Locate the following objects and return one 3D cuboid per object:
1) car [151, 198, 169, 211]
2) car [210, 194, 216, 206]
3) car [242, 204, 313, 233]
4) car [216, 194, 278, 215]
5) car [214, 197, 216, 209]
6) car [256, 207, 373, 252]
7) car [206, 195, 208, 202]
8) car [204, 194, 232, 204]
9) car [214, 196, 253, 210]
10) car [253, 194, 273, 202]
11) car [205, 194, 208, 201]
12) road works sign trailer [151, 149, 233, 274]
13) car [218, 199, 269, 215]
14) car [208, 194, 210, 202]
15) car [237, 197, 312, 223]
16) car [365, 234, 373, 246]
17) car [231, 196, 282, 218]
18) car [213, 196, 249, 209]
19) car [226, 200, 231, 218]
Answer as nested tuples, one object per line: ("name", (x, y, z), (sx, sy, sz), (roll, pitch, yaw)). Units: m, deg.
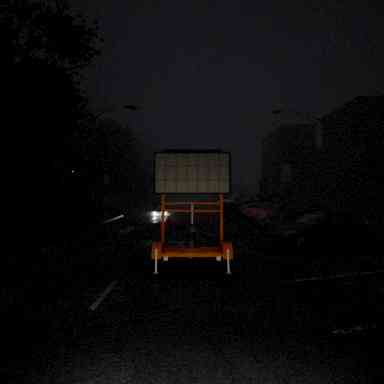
("car", (-3.893, 1.538, 41.283), (2.128, 1.511, 4.902), (0, 0, 0))
("car", (5.405, 1.271, 37.805), (5.566, 2.045, 2.435), (1, 0, -20))
("car", (5.304, 1.518, 16.792), (4.792, 1.488, 2.163), (1, 0, -20))
("car", (5.373, 1.252, 28.788), (5.566, 2.045, 2.435), (1, 0, -20))
("car", (5.223, 1.503, 31.746), (5.366, 1.575, 1.946), (1, 0, -20))
("car", (5.325, 1.528, 13.800), (4.674, 1.452, 2.002), (1, 0, -20))
("car", (5.497, 1.583, 55.839), (5.008, 1.535, 2.097), (1, -1, -20))
("car", (5.549, 1.391, 70.877), (5.566, 2.045, 2.435), (1, 0, -20))
("car", (5.425, 1.414, 43.819), (4.553, 1.767, 2.185), (1, 0, -20))
("car", (18.548, 1.463, 86.843), (2.435, 2.045, 5.566), (0, 0, -21))
("car", (5.347, 1.613, 64.784), (5.366, 1.575, 1.946), (1, 0, -20))
("road works sign trailer", (0.009, 0.465, 10.529), (2.380, 3.560, 2.880), (0, 0, 0))
("car", (5.384, 1.545, 34.803), (4.792, 1.488, 2.163), (1, 0, -20))
("car", (5.528, 1.447, 52.837), (4.553, 1.767, 2.185), (1, 0, -20))
("car", (5.375, 1.366, 19.812), (4.553, 1.767, 2.185), (1, 0, -20))
("car", (5.314, 1.487, 4.800), (4.892, 1.521, 2.231), (1, 0, -20))
("car", (5.388, 1.369, 22.813), (4.553, 1.767, 2.185), (1, 0, -20))
("car", (5.439, 1.424, 46.820), (4.553, 1.767, 2.185), (1, 0, -20))
("car", (5.365, 1.538, 25.810), (4.674, 1.452, 2.002), (1, 0, -20))
